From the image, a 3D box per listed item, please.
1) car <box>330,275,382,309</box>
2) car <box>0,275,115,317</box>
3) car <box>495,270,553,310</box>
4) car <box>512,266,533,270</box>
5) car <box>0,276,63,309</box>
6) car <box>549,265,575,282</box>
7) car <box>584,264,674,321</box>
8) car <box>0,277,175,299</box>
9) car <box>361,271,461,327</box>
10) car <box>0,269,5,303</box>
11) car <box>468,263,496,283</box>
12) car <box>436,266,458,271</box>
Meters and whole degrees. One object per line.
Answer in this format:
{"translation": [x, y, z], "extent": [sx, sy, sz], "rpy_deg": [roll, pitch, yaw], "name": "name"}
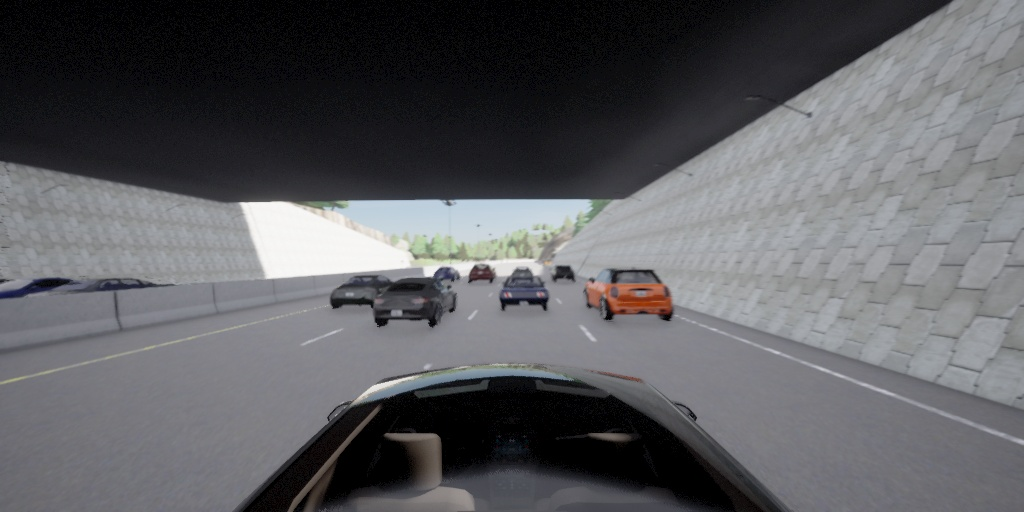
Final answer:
{"translation": [-6.467, 1.532, 16.417], "extent": [1.994, 1.385, 4.181], "rpy_deg": [-1, -1, 2], "name": "car"}
{"translation": [-20.698, 1.650, 15.486], "extent": [1.812, 1.442, 4.674], "rpy_deg": [-1, -1, 2], "name": "car"}
{"translation": [0.507, 1.479, 15.405], "extent": [1.895, 1.301, 4.718], "rpy_deg": [-1, -1, 2], "name": "car"}
{"translation": [0.964, 1.606, 32.806], "extent": [1.994, 1.385, 4.181], "rpy_deg": [-1, -1, 1], "name": "car"}
{"translation": [-24.175, 1.738, 16.379], "extent": [1.994, 1.385, 4.181], "rpy_deg": [-1, -1, 2], "name": "car"}
{"translation": [4.443, 1.499, 32.010], "extent": [1.837, 1.490, 4.892], "rpy_deg": [-1, -1, 1], "name": "car"}
{"translation": [3.937, 1.166, 12.894], "extent": [2.097, 1.767, 4.553], "rpy_deg": [-1, -1, 2], "name": "car"}
{"translation": [-17.209, 1.627, 15.025], "extent": [2.033, 1.411, 5.357], "rpy_deg": [-1, -1, 2], "name": "car"}
{"translation": [-3.097, 1.413, 12.096], "extent": [1.812, 1.442, 4.674], "rpy_deg": [-1, -1, 1], "name": "car"}
{"translation": [-27.673, 1.568, 16.550], "extent": [2.097, 1.767, 4.553], "rpy_deg": [-1, -1, 2], "name": "car"}
{"translation": [-2.563, 1.426, 31.886], "extent": [2.097, 1.767, 4.553], "rpy_deg": [-1, -1, 1], "name": "car"}
{"translation": [-6.040, 1.654, 33.321], "extent": [1.812, 1.442, 4.674], "rpy_deg": [-1, -1, 1], "name": "car"}
